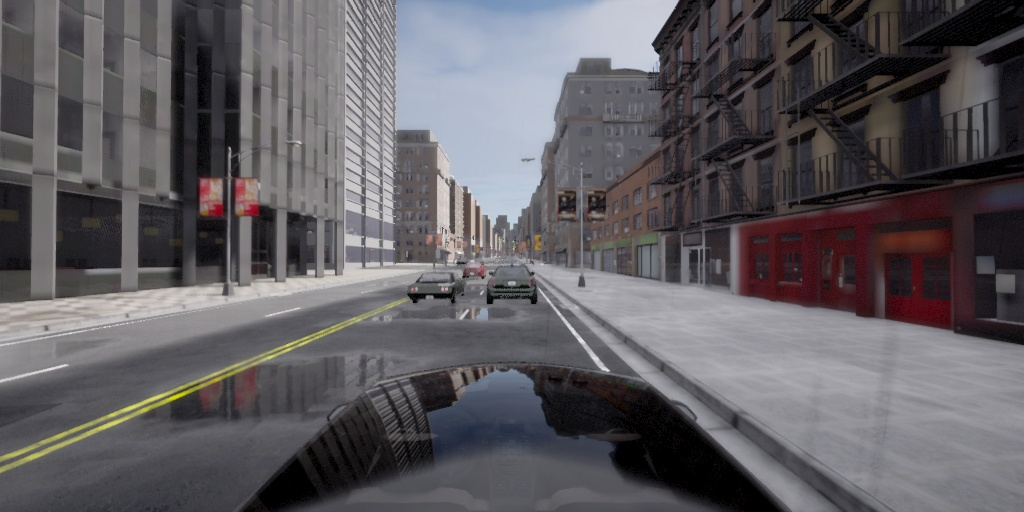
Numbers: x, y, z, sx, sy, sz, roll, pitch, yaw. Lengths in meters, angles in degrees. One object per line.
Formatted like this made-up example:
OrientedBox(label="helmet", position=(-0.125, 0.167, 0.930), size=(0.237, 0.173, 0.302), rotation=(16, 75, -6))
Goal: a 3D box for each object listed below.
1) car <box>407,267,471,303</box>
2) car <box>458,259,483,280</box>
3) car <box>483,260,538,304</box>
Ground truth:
OrientedBox(label="car", position=(-3.250, 1.364, 16.451), size=(1.895, 1.301, 4.718), rotation=(0, 0, 0))
OrientedBox(label="car", position=(-3.250, 1.273, 31.421), size=(1.812, 1.442, 4.674), rotation=(0, 0, 0))
OrientedBox(label="car", position=(0.000, 1.114, 16.391), size=(2.097, 1.767, 4.553), rotation=(0, 0, 0))
